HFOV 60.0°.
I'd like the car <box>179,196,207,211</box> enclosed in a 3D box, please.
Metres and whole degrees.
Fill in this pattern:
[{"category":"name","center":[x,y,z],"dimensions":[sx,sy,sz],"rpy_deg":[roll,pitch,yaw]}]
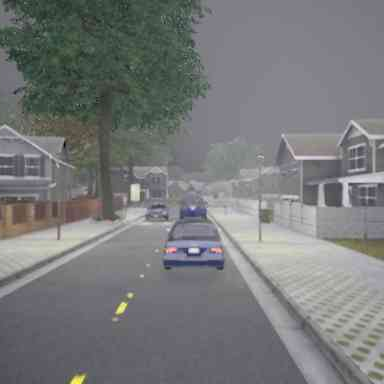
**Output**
[{"category":"car","center":[0.073,1.342,27.753],"dimensions":[2.150,2.045,5.566],"rpy_deg":[0,0,0]}]

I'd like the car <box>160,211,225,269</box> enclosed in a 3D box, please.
[{"category":"car","center":[0.065,1.601,11.285],"dimensions":[2.033,1.411,5.357],"rpy_deg":[0,0,0]}]

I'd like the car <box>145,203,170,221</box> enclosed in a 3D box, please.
[{"category":"car","center":[-2.840,1.648,28.472],"dimensions":[1.812,1.442,4.674],"rpy_deg":[0,0,0]}]
